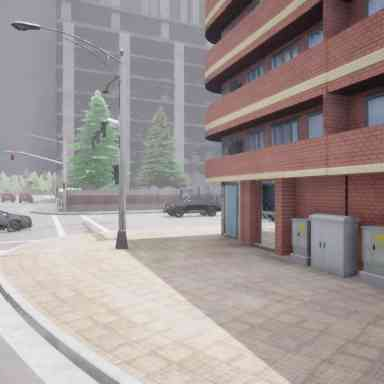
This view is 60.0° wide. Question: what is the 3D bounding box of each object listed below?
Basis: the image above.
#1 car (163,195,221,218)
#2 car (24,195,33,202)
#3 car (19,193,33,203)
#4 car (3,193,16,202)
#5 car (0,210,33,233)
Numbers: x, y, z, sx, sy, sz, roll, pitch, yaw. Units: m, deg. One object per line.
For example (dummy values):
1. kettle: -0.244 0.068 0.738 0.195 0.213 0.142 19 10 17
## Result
1. car: 0.088 1.277 31.288 5.566 2.045 2.150 0 0 -23
2. car: -38.892 1.524 79.102 1.812 1.442 4.674 0 0 -23
3. car: -34.743 1.225 69.363 2.150 2.045 5.566 0 0 -23
4. car: -40.241 1.225 73.337 2.150 2.045 5.566 0 0 -23
5. car: -11.299 1.582 18.736 4.181 1.385 1.994 0 0 -23
